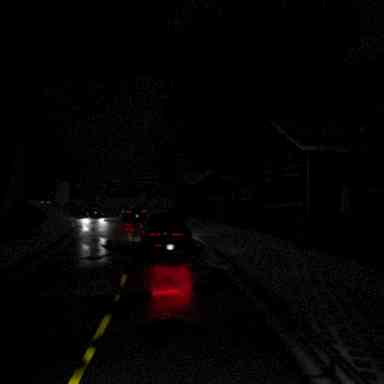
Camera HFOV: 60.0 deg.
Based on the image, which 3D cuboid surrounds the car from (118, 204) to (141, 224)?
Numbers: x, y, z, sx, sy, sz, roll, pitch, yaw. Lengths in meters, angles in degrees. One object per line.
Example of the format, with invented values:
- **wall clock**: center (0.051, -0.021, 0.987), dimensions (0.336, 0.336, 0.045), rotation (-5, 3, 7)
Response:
- **car**: center (-5.214, 1.727, 28.776), dimensions (1.812, 1.442, 4.674), rotation (1, 0, -21)

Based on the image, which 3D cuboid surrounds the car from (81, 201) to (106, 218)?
- **car**: center (-9.560, 1.663, 32.067), dimensions (1.837, 1.490, 4.892), rotation (1, -1, -22)

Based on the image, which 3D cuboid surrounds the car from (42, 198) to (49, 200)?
- **car**: center (-36.644, 1.618, 83.146), dimensions (1.895, 1.301, 4.718), rotation (1, -1, -24)

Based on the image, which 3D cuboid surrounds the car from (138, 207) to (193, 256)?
- **car**: center (-1.154, 1.622, 13.710), dimensions (1.837, 1.490, 4.892), rotation (1, 0, -10)
